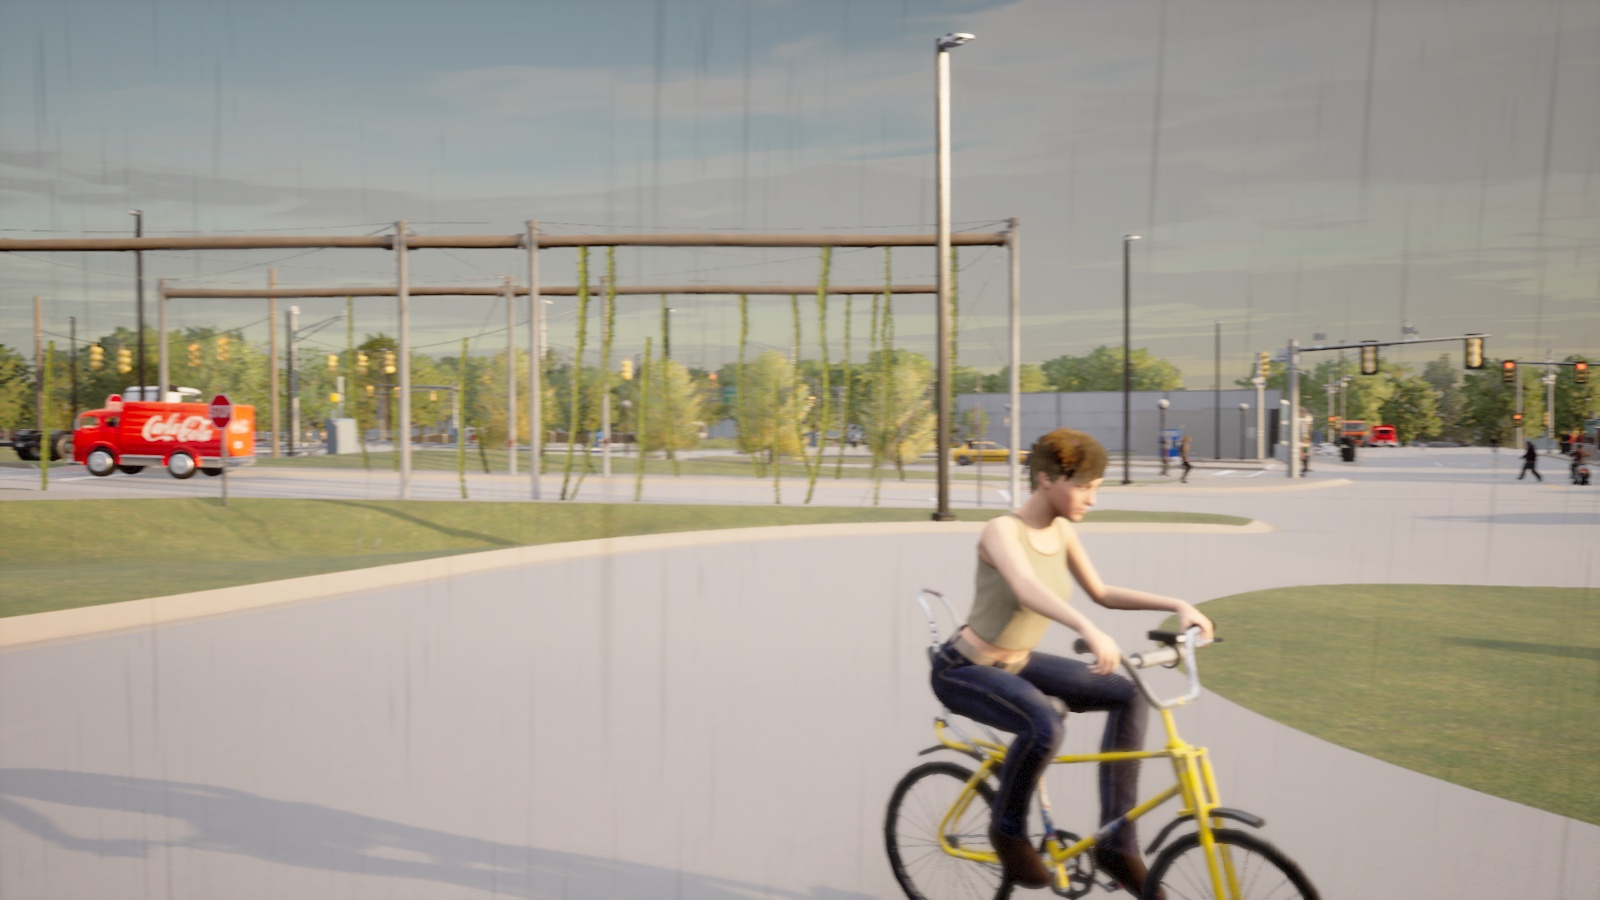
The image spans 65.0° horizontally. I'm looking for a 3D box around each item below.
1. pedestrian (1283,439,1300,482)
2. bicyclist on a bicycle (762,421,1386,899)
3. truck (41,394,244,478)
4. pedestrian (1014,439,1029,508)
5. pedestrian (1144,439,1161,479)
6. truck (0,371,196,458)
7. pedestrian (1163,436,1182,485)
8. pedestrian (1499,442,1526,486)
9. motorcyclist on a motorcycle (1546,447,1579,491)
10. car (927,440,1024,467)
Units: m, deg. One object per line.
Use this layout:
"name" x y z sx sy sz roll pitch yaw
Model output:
"pedestrian" 21.439 0.457 54.752 0.345 1.836 0.594 -1 2 -22
"bicyclist on a bicycle" 0.754 0.745 3.686 1.509 1.612 0.866 2 0 43
"truck" -21.406 -0.486 41.091 5.204 2.467 2.627 2 1 -1
"pedestrian" 6.377 0.661 36.143 0.423 1.949 0.788 0 2 10
"pedestrian" 16.697 0.419 59.524 0.720 1.854 0.376 1 2 24
"truck" -30.406 -1.402 54.018 2.891 3.462 7.936 1 0 24
"pedestrian" 14.071 0.402 47.416 0.634 1.846 0.331 0 2 9
"pedestrian" 30.272 0.594 53.349 0.899 1.844 0.634 1 2 22
"motorcyclist on a motorcycle" 29.610 0.727 48.787 0.766 1.649 2.350 1 0 23
"car" 10.330 0.189 73.945 5.366 1.575 1.801 0 1 20
